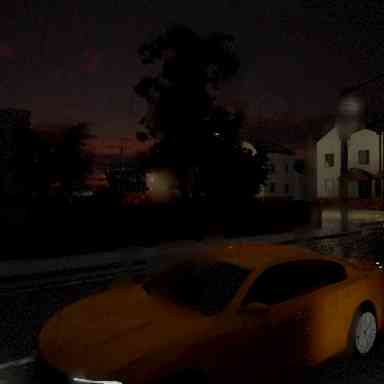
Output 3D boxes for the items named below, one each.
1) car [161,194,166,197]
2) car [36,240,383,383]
[{"bbox_3d":[-4.925,1.301,54.858,2.150,2.045,5.566,0,0,-35],"label":"car"},{"bbox_3d":[0.657,1.486,4.448,5.008,1.535,1.882,0,0,-35],"label":"car"}]
